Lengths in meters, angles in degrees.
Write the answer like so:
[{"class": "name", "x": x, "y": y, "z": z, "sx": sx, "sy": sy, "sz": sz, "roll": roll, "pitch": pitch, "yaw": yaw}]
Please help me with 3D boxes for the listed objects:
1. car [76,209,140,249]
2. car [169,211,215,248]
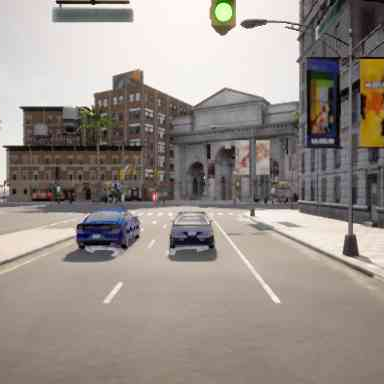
[{"class": "car", "x": -3.500, "y": 1.484, "z": 14.650, "sx": 1.882, "sy": 1.535, "sz": 5.008, "roll": 0, "pitch": 0, "yaw": 0}, {"class": "car", "x": 0.000, "y": 1.562, "z": 14.650, "sx": 2.033, "sy": 1.411, "sz": 5.357, "roll": 0, "pitch": 0, "yaw": 0}]
